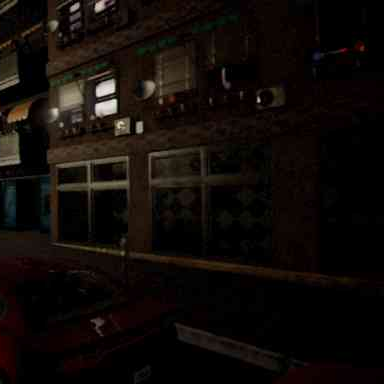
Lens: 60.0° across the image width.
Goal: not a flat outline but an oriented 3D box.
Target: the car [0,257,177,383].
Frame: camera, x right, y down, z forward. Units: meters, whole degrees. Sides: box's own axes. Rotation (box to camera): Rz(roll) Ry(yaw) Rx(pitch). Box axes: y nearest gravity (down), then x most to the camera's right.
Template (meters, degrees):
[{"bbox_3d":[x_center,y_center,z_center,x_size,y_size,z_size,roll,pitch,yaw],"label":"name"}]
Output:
[{"bbox_3d":[-2.267,1.539,4.361,4.507,1.381,1.887,0,-1,36],"label":"car"}]

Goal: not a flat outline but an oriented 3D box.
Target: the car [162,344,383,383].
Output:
[{"bbox_3d":[2.234,1.547,1.150,4.507,1.381,1.887,0,-1,36],"label":"car"}]
